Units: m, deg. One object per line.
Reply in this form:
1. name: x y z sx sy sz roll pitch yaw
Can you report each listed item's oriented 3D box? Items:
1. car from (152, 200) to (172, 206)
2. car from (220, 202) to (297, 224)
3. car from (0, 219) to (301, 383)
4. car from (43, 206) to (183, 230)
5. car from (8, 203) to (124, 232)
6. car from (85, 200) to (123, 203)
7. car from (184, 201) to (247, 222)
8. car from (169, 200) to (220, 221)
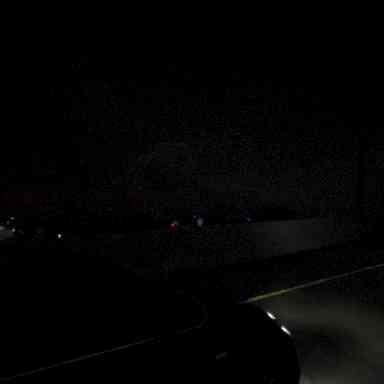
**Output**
1. car: -2.059 1.458 28.478 4.902 1.511 2.128 0 0 -38
2. car: 4.297 1.443 20.107 5.008 1.535 1.882 0 0 -38
3. car: -1.102 1.351 2.960 4.553 1.767 2.097 0 0 -35
4. car: -3.275 1.535 14.431 5.357 1.411 2.033 0 0 -35
5. car: -6.195 1.495 16.646 4.892 1.490 1.837 0 0 -35
6. car: -6.202 1.337 20.940 4.553 1.767 2.097 0 0 -35
7. car: 2.008 1.508 27.355 5.357 1.411 2.033 0 0 -42
8. car: 1.255 1.446 22.114 5.008 1.535 1.882 0 0 -38
